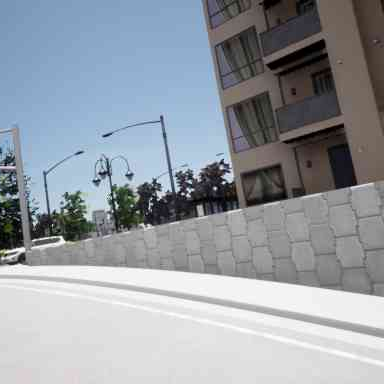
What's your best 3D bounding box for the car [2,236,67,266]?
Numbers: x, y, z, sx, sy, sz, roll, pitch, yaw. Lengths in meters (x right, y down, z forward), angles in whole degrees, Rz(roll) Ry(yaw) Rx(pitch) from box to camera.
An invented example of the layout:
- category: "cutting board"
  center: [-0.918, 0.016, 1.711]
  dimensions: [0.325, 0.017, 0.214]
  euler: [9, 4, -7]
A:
- category: "car"
  center: [-14.120, 5.314, 30.276]
  dimensions: [2.150, 2.045, 5.566]
  euler: [-14, -8, 35]
